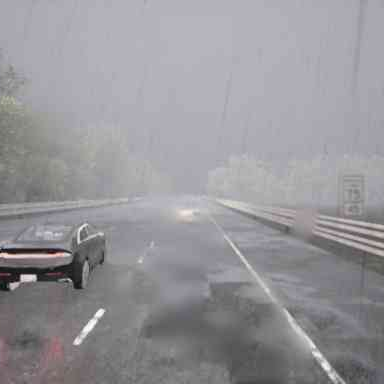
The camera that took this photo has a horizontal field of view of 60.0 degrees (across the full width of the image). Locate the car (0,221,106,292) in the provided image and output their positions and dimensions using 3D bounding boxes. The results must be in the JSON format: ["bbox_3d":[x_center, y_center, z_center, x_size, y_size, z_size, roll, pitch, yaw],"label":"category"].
[{"bbox_3d":[-3.568,1.553,9.130,2.128,1.511,4.902,1,-1,-6],"label":"car"}]
